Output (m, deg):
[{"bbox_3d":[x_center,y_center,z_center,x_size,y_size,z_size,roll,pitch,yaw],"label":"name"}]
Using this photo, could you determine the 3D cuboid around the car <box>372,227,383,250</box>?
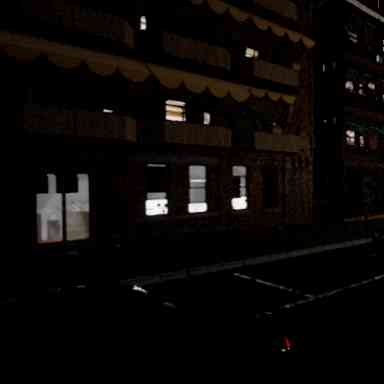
[{"bbox_3d":[8.506,1.476,12.589,4.206,1.307,1.802,-1,0,-35],"label":"car"}]

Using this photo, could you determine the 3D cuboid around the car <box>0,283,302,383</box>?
[{"bbox_3d":[-1.052,1.560,2.612,4.181,1.385,1.994,0,0,-35],"label":"car"}]
